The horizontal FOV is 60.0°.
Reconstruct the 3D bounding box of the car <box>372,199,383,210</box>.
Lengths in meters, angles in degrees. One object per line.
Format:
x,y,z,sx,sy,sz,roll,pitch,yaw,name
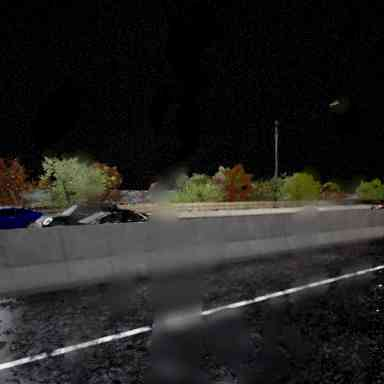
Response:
25.020,1.653,42.558,4.674,1.442,1.812,0,0,-34,car

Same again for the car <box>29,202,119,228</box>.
-5.613,1.359,17.160,4.553,1.767,2.097,0,0,-35,car

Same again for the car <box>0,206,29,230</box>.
-10.226,1.525,18.181,4.674,1.442,1.812,0,0,-35,car

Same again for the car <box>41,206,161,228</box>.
-3.584,1.513,14.309,4.892,1.490,1.837,0,0,-35,car
